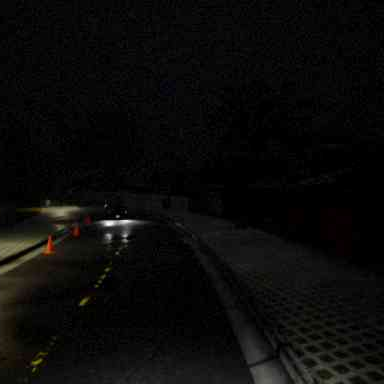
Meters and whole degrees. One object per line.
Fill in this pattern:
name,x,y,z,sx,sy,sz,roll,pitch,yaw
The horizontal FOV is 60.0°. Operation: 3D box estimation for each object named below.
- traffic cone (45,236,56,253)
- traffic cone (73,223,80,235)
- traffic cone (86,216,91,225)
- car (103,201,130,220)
traffic cone,-5.183,1.913,12.162,0.340,0.580,0.340,0,0,-7
traffic cone,-5.894,1.891,16.994,0.340,0.580,0.340,0,0,-10
traffic cone,-6.830,1.870,21.787,0.340,0.580,0.340,0,0,-12
car,-6.334,1.432,27.450,2.033,1.411,5.357,0,0,-17
